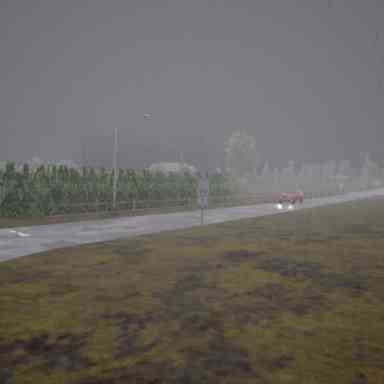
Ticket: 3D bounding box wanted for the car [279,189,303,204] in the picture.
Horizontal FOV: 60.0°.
[{"bbox_3d":[14.781,0.649,49.348,2.150,2.045,5.566,3,3,36],"label":"car"}]
